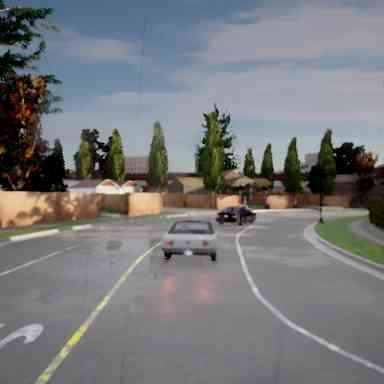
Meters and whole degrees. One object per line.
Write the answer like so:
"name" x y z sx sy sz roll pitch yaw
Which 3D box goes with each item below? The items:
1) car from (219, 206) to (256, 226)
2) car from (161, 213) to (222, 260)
"car" 3.540 1.827 26.219 2.033 1.411 5.357 0 -1 26
"car" 0.102 1.740 13.155 1.895 1.301 4.718 0 -1 6
